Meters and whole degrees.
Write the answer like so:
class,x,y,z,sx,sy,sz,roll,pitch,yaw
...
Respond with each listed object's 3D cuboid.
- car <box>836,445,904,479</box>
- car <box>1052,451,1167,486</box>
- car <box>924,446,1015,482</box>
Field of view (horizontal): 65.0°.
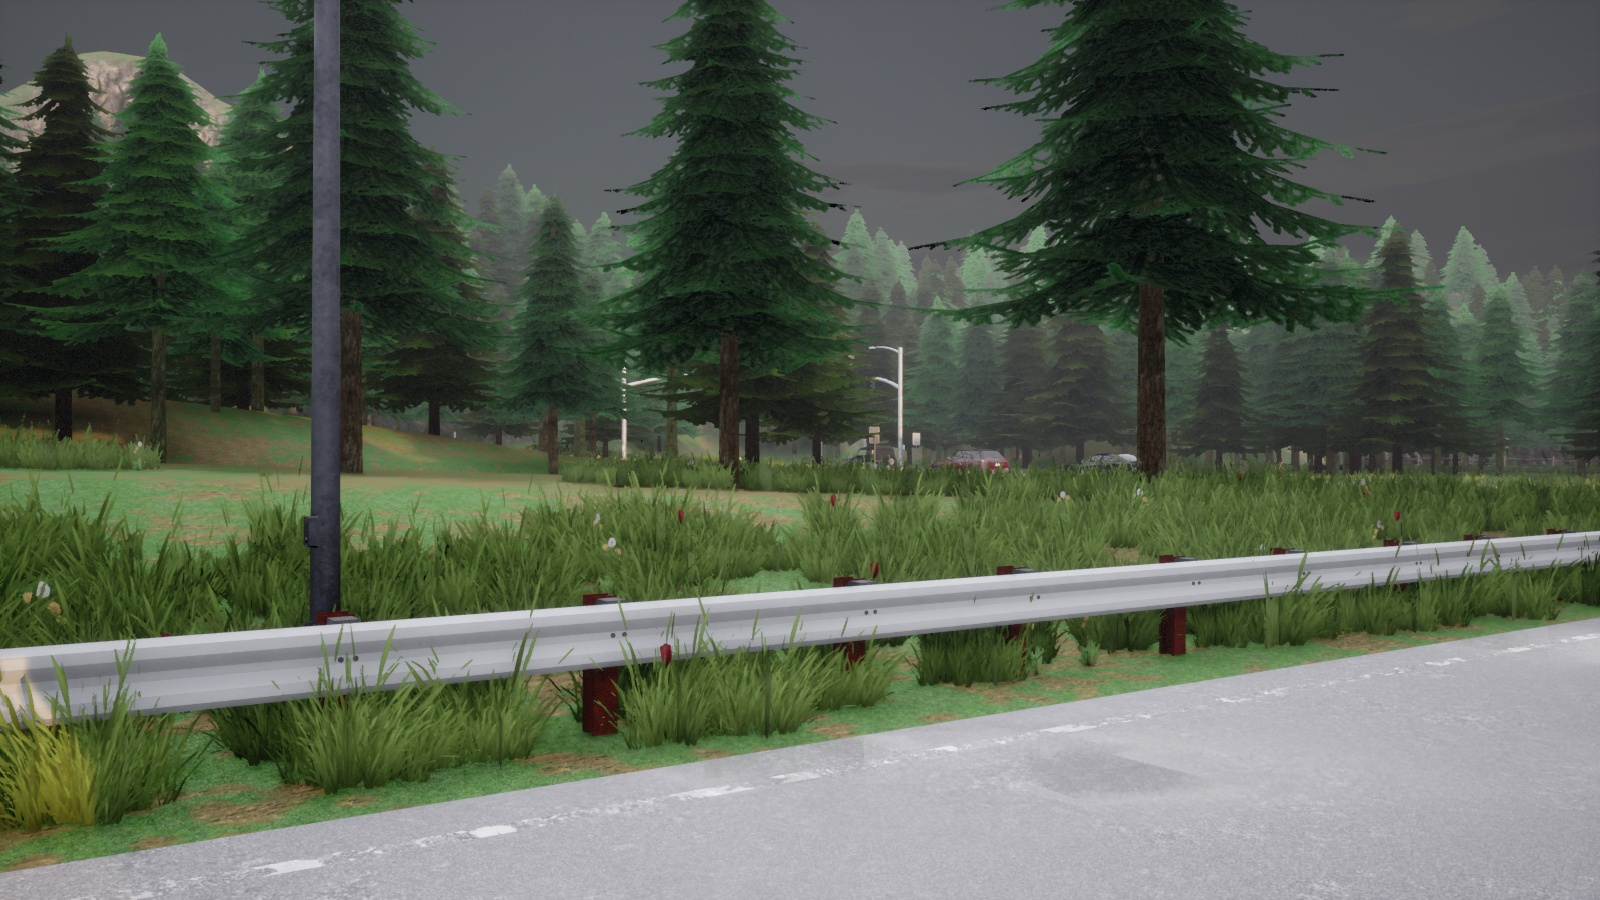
class,x,y,z,sx,sy,sz,roll,pitch,yaw
car,3.928,0.680,71.152,1.905,1.878,3.866,0,0,-34
car,13.840,0.804,56.477,1.882,1.535,5.008,0,0,-35
car,8.616,0.715,64.120,2.097,1.767,4.553,0,0,-34
